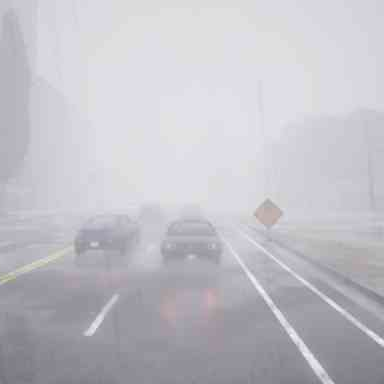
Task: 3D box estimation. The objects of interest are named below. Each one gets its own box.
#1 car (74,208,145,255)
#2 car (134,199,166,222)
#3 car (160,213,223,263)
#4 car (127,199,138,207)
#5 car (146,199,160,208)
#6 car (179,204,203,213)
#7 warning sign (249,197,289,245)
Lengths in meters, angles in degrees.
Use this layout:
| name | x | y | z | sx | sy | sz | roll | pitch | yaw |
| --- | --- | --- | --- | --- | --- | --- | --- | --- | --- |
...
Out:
| name | x | y | z | sx | sy | sz | roll | pitch | yaw |
| --- | --- | --- | --- | --- | --- | --- | --- | --- | --- |
| car | -3.245 | 1.573 | 13.407 | 1.812 | 1.442 | 4.674 | 0 | 0 | 0 |
| car | -3.299 | 1.632 | 27.702 | 1.837 | 1.490 | 4.892 | 0 | 0 | 0 |
| car | -0.003 | 1.644 | 12.060 | 1.895 | 1.301 | 4.718 | 0 | 0 | 0 |
| car | -9.999 | 1.936 | 57.992 | 1.994 | 1.385 | 4.181 | 0 | -1 | 0 |
| car | -6.749 | 1.936 | 58.003 | 1.994 | 1.385 | 4.181 | 0 | -1 | 0 |
| car | -0.048 | 1.693 | 27.883 | 1.994 | 1.385 | 4.181 | 0 | 0 | 0 |
| warning sign | 3.145 | 1.167 | 13.679 | 1.300 | 1.860 | 1.060 | -2 | -2 | 0 |
